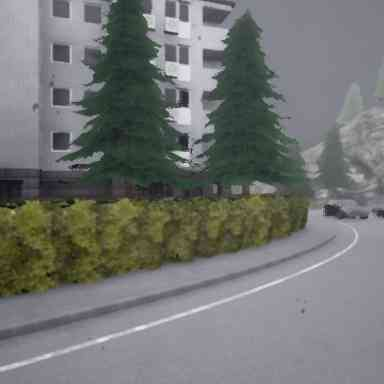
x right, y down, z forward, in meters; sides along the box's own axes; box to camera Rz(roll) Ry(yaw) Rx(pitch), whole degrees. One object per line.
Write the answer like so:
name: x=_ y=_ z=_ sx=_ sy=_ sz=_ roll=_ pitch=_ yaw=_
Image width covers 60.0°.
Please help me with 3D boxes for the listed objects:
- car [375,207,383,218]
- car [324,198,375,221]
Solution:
car: x=16.239 y=1.566 z=26.466 sx=1.895 sy=1.301 sz=4.718 roll=0 pitch=0 yaw=6
car: x=12.513 y=1.331 z=27.201 sx=2.097 sy=1.767 sz=4.553 roll=0 pitch=0 yaw=2
